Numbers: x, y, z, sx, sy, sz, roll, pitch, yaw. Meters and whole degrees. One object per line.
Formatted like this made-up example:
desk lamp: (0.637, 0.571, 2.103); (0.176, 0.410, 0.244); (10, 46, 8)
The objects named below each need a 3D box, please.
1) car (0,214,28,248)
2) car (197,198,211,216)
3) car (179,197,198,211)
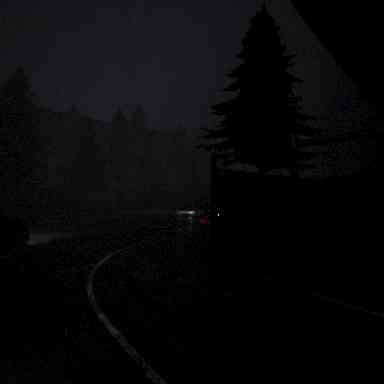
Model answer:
car: (-7.809, 1.310, 11.860); (2.097, 1.767, 4.553); (0, 0, 0)
car: (2.921, 1.443, 31.163); (2.128, 1.511, 4.902); (0, 0, 35)
car: (0.403, 1.436, 39.973); (1.837, 1.490, 4.892); (0, 0, 36)
